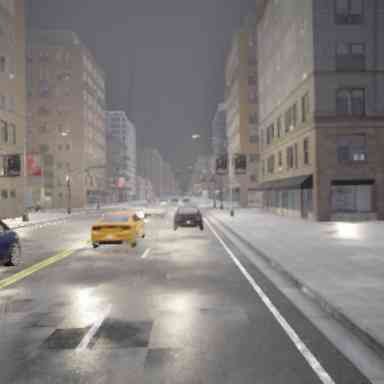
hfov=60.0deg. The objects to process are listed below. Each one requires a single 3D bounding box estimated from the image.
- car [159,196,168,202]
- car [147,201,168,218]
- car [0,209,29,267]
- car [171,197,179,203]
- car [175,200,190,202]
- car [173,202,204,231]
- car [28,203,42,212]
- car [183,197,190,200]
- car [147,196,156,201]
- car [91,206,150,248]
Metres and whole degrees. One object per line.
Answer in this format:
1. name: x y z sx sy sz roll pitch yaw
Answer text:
1. car: -8.141 2.098 94.806 2.150 2.045 5.566 -1 0 -1
2. car: -3.698 1.943 33.669 1.895 1.301 4.718 -1 0 -1
3. car: -6.717 1.548 9.182 2.097 1.767 4.553 -1 0 -1
4. car: -4.829 2.263 91.528 1.837 1.490 4.892 -1 0 -1
5. car: -0.521 1.822 32.163 2.033 1.411 5.357 -1 0 -1
6. car: -0.248 1.668 22.349 1.882 1.535 5.008 -1 0 -1
7. car: -26.268 2.479 53.074 4.313 1.339 1.947 -1 -1 -1
8. car: -1.580 2.184 91.587 1.882 1.535 5.008 -1 0 -1
9. car: -11.390 2.156 94.748 2.150 2.045 5.566 -1 0 -1
10. car: -3.387 1.671 16.049 1.882 1.535 5.008 -1 0 -1
